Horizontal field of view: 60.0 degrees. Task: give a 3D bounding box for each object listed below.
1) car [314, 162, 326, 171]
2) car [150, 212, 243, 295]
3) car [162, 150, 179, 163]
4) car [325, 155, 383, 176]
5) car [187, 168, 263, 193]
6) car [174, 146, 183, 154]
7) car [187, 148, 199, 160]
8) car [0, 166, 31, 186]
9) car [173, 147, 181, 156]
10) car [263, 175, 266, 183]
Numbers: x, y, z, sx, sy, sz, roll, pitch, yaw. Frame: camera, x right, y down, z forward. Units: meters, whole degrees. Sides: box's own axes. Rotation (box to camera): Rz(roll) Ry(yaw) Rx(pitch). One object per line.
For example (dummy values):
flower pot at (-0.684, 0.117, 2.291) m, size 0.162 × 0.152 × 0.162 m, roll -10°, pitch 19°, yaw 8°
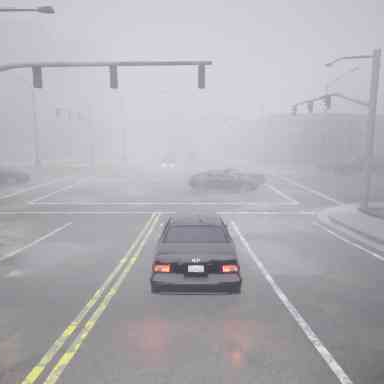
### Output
car at (16.328, -3.050, 37.317) m, size 4.902 × 1.511 × 2.128 m, roll 0°, pitch 9°, yaw 0°
car at (0.087, 1.219, 8.389) m, size 2.033 × 1.411 × 5.357 m, roll 0°, pitch 4°, yaw 0°
car at (-3.522, -5.296, 51.514) m, size 2.033 × 1.411 × 5.357 m, roll 0°, pitch 9°, yaw 0°
car at (17.072, -2.753, 33.811) m, size 5.566 × 2.045 × 2.150 m, roll 0°, pitch 9°, yaw 1°
car at (2.100, -0.778, 23.365) m, size 4.902 × 1.511 × 2.128 m, roll 0°, pitch 9°, yaw 0°
car at (-3.398, -8.502, 71.188) m, size 2.033 × 1.411 × 5.357 m, roll 0°, pitch 9°, yaw 0°
car at (0.180, -6.392, 57.982) m, size 1.837 × 1.490 × 4.892 m, roll 0°, pitch 9°, yaw 0°
car at (-15.779, -1.368, 26.933) m, size 5.008 × 1.535 × 1.882 m, roll 0°, pitch 9°, yaw 0°
car at (-3.480, -6.880, 60.992) m, size 1.837 × 1.490 × 4.892 m, roll 0°, pitch 9°, yaw 0°
car at (3.517, -1.231, 26.830) m, size 4.718 × 1.301 × 1.895 m, roll 0°, pitch 9°, yaw 0°
